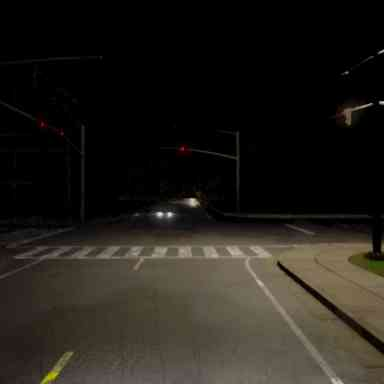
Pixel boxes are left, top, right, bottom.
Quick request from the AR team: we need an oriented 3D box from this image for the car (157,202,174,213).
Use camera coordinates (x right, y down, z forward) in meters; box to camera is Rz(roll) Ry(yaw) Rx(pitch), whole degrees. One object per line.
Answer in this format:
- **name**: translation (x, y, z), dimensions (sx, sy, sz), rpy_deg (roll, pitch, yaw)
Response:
- **car**: translation (-3.499, 2.024, 44.259), dimensions (1.994, 1.385, 4.181), rpy_deg (0, -1, 0)
